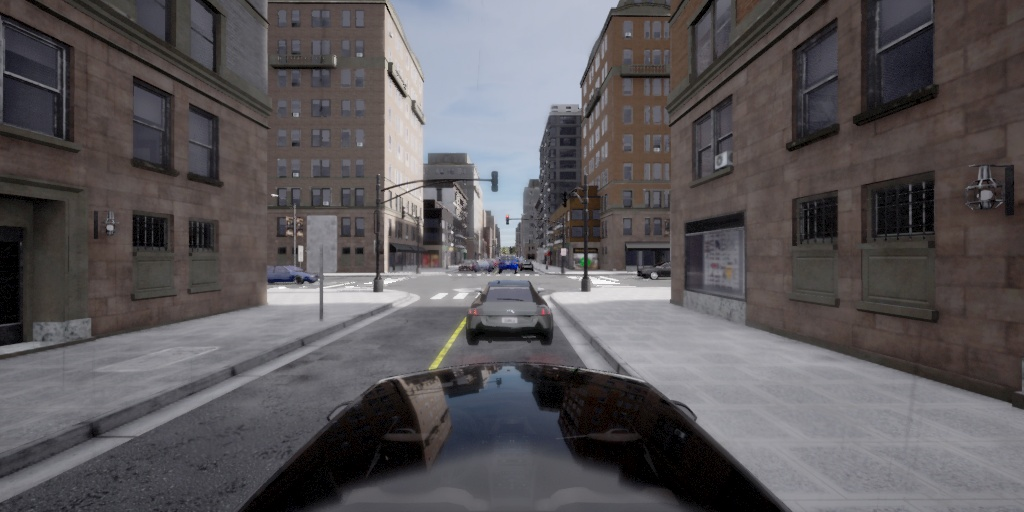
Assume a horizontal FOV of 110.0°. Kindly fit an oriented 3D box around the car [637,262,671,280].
[{"bbox_3d":[12.974,1.201,29.931,4.892,1.490,1.837,0,0,-1],"label":"car"}]

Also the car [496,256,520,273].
[{"bbox_3d":[-0.495,1.004,43.785,2.150,2.045,5.566,0,0,-1],"label":"car"}]

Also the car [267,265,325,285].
[{"bbox_3d":[-16.704,1.354,26.126,5.357,1.411,2.033,0,0,-1],"label":"car"}]

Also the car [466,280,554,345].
[{"bbox_3d":[-0.059,1.314,9.505,1.994,1.385,4.181,0,0,0],"label":"car"}]

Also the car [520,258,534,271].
[{"bbox_3d":[1.961,1.356,48.574,1.948,1.339,4.313,0,0,0],"label":"car"}]

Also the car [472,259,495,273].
[{"bbox_3d":[-3.518,1.310,44.564,1.812,1.442,4.674,0,0,1],"label":"car"}]

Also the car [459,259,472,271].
[{"bbox_3d":[-6.064,1.230,48.519,1.967,1.591,4.097,0,0,0],"label":"car"}]
